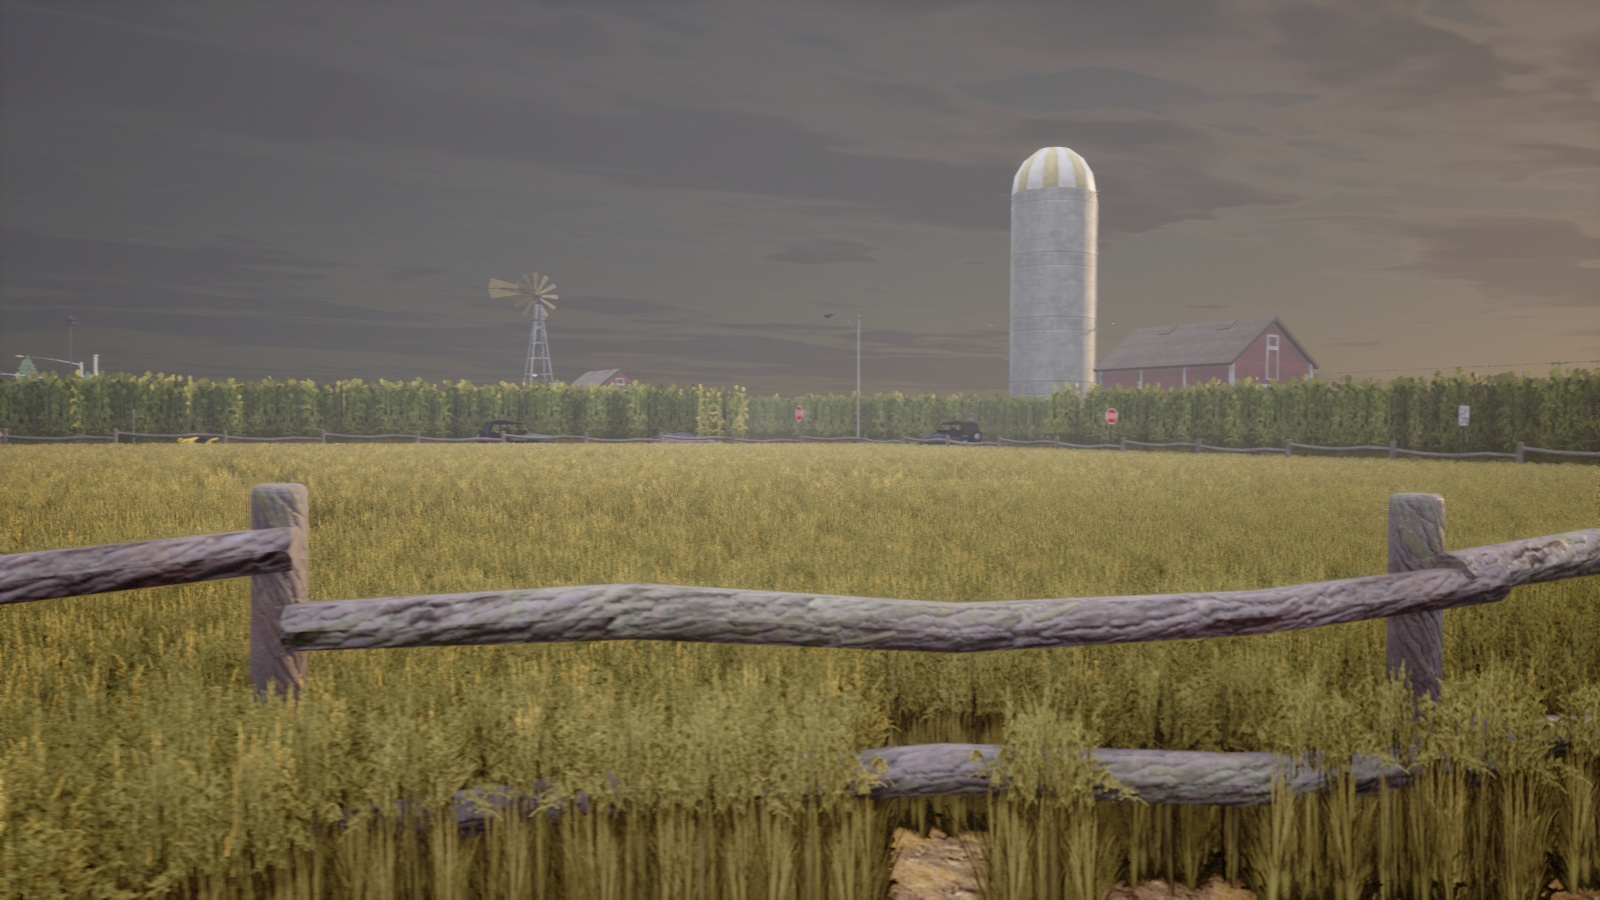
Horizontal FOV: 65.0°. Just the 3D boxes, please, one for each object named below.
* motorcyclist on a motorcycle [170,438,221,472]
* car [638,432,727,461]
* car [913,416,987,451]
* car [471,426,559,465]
[{"bbox_3d":[-27.889,0.207,57.919,2.044,1.523,0.797,-1,1,-29],"label":"motorcyclist on a motorcycle"},{"bbox_3d":[-6.203,-0.200,66.286,4.181,1.385,1.994,-2,1,-28],"label":"car"},{"bbox_3d":[8.350,-0.895,70.272,1.905,1.878,3.866,-1,0,-39],"label":"car"},{"bbox_3d":[-14.056,-0.249,61.971,3.866,1.878,1.905,-1,1,-29],"label":"car"}]
